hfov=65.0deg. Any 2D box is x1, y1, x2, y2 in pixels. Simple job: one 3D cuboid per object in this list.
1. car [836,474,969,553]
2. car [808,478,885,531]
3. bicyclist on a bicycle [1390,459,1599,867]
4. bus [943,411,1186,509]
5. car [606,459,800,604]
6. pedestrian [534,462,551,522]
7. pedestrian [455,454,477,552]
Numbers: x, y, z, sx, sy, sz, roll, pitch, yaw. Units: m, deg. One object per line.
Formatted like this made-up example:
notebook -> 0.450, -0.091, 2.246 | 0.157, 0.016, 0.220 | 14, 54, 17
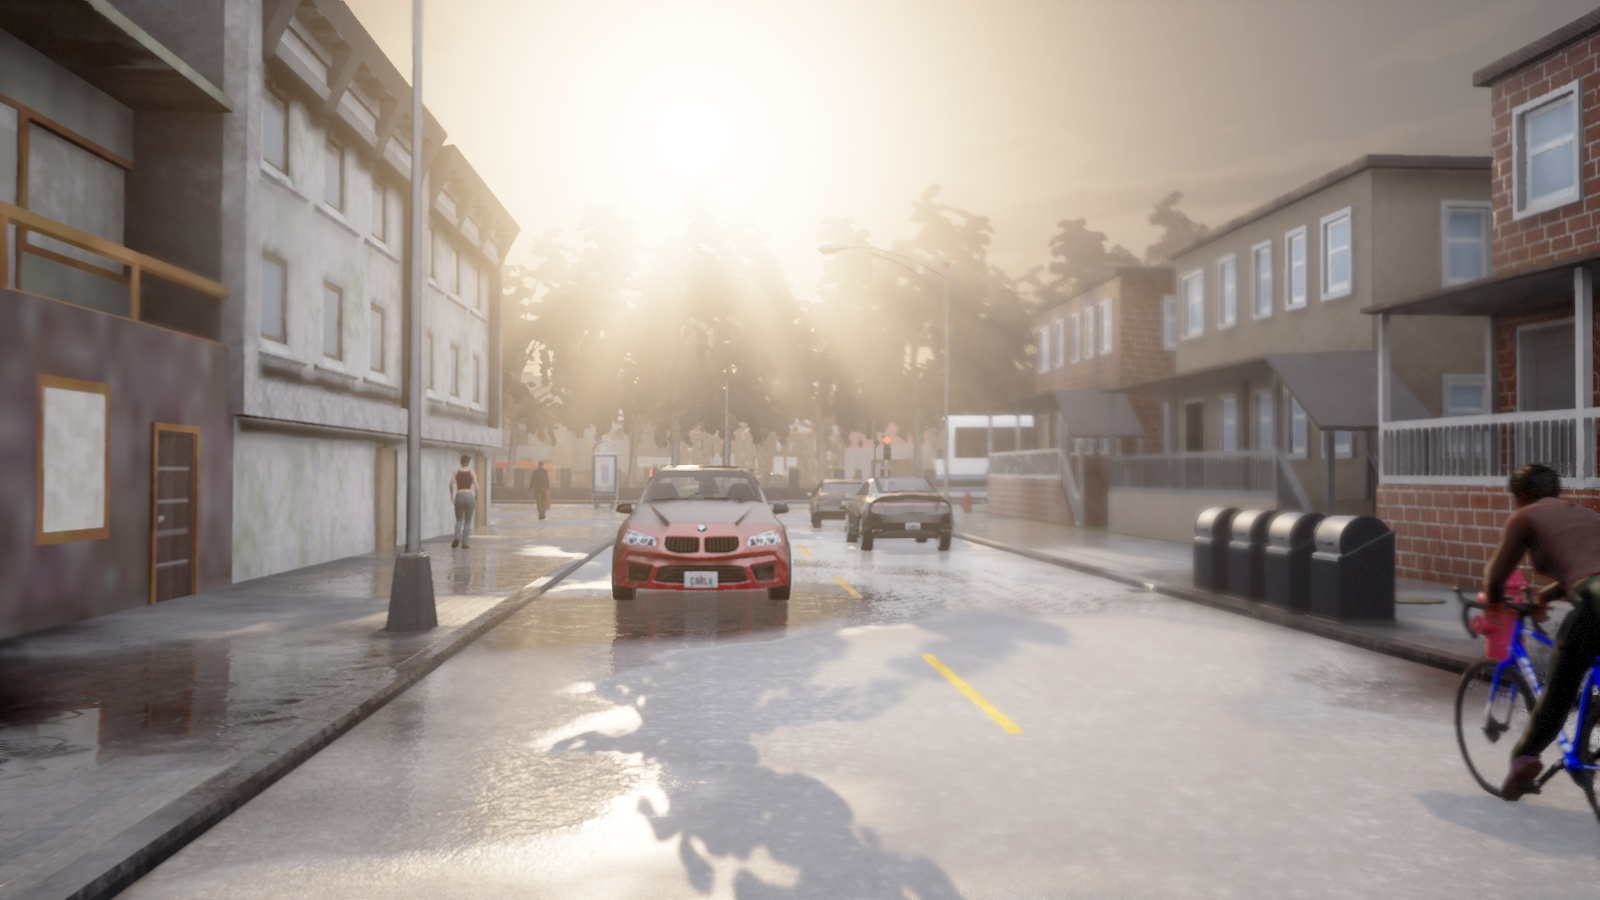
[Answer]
car -> 2.065, 1.269, 26.785 | 2.128, 1.511, 4.902 | 0, -1, -4
car -> 1.290, 1.559, 37.165 | 2.033, 1.411, 5.357 | 0, -1, -1
bicyclist on a bicycle -> 3.432, 0.865, 5.757 | 0.582, 1.620, 1.656 | 0, -2, -3
bus -> 12.026, 0.482, 57.946 | 10.273, 4.253, 3.944 | -1, -1, -2
car -> -1.276, 0.985, 16.864 | 2.242, 1.667, 4.611 | 0, -1, -4
pedestrian -> -7.896, 1.285, 38.512 | 0.402, 1.842, 0.726 | 0, -1, -4
pedestrian -> -6.395, 1.006, 24.044 | 0.345, 1.836, 0.594 | 0, -1, -9
